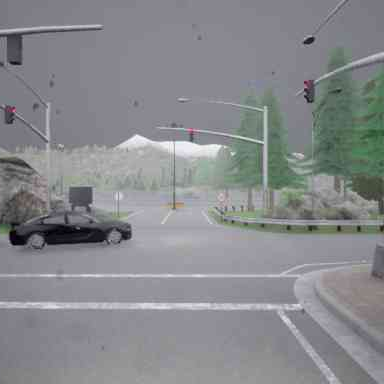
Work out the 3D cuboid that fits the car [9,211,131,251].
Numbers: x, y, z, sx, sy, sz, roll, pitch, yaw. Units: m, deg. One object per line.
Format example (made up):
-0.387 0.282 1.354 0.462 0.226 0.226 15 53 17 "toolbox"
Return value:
-5.208 1.584 14.648 5.008 1.535 1.882 -1 1 -19 "car"
